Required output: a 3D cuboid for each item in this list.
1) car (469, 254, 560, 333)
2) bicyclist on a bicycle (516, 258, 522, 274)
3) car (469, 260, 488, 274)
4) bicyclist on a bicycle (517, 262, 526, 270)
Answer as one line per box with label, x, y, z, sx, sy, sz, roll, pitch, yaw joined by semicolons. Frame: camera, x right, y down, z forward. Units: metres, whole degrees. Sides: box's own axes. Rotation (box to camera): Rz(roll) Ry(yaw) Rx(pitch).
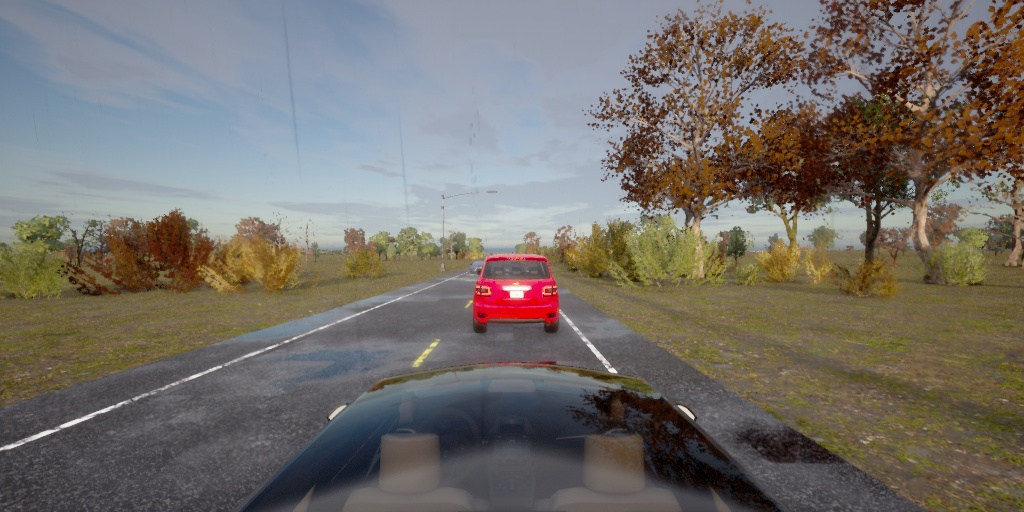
car;0.084;0.968;10.842;2.150;2.045;5.566;0;0;-1
bicyclist on a bicycle;0.808;1.107;40.033;0.659;1.776;1.843;0;0;0
car;-3.769;1.262;41.351;1.812;1.442;4.674;0;0;0
bicyclist on a bicycle;0.877;1.110;30.020;0.659;1.776;1.843;0;0;0
